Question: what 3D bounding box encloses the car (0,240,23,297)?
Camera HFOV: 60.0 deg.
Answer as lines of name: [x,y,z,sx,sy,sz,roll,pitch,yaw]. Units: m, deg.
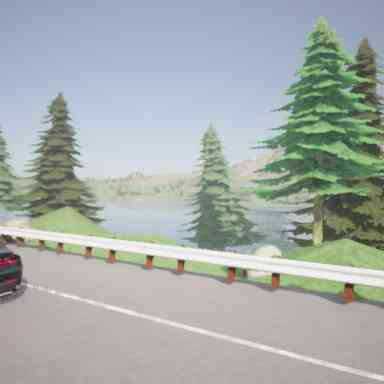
car: [-5.697,1.497,7.294,4.892,1.490,1.837,0,0,33]
